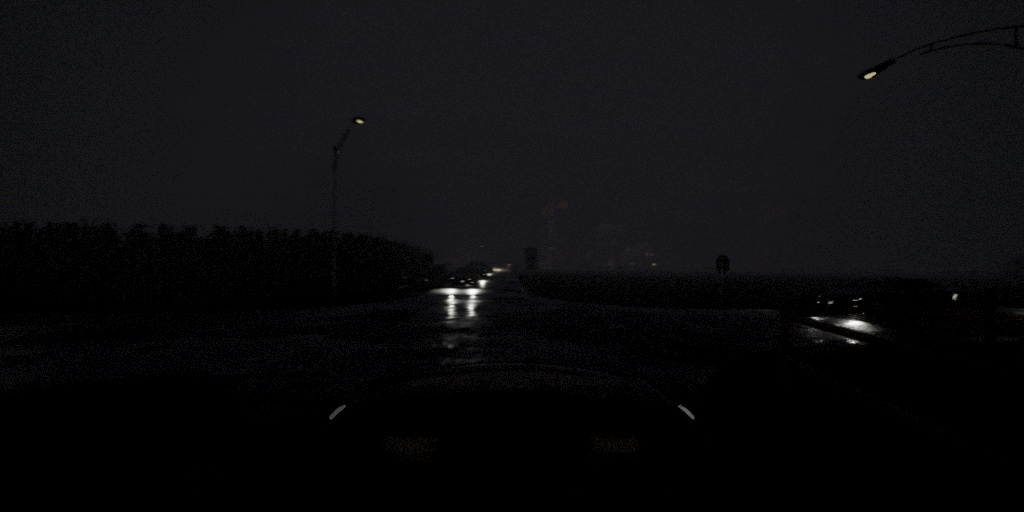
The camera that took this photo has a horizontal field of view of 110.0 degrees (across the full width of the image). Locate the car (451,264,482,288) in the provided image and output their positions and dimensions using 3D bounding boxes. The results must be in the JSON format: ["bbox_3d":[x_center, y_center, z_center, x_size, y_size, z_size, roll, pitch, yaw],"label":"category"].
[{"bbox_3d":[-3.573,1.587,27.790,1.837,1.490,4.892,1,-1,-2],"label":"car"}]

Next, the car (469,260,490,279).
[{"bbox_3d":[-3.925,1.497,40.291,2.150,2.045,5.566,1,-1,-2],"label":"car"}]

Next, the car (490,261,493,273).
[{"bbox_3d":[-4.434,1.824,60.485,2.150,2.045,5.566,1,-1,-1],"label":"car"}]

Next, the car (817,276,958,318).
[{"bbox_3d":[14.904,1.576,14.343,4.892,1.490,1.837,0,-1,-6],"label":"car"}]
